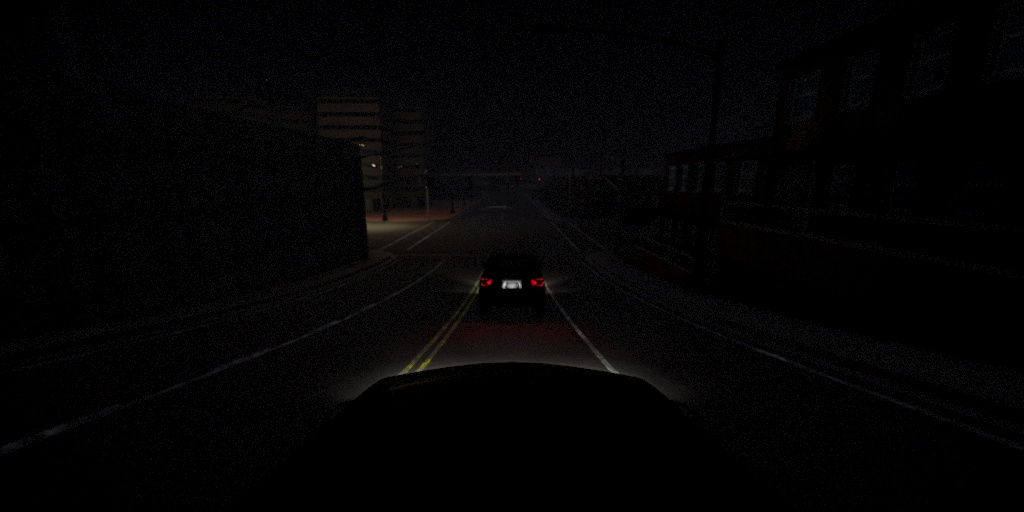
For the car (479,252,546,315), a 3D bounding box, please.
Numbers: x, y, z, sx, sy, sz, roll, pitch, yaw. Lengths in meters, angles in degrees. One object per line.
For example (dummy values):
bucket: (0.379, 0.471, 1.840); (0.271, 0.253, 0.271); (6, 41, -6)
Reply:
car: (0.004, 0.842, 13.419); (2.150, 2.045, 5.566); (0, 3, 0)
